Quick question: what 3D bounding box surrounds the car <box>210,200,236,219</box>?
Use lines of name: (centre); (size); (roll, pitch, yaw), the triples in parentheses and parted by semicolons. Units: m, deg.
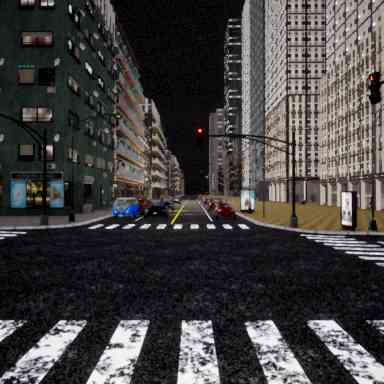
car: (2.744, 1.592, 28.419); (1.802, 1.307, 4.206); (0, 0, 0)

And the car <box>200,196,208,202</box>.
car: (2.827, 1.634, 78.167); (1.802, 1.307, 4.206); (0, 0, 0)

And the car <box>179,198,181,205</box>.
car: (-2.940, 1.579, 59.819); (2.033, 1.411, 5.357); (0, 0, 1)

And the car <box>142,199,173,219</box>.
car: (-3.051, 1.574, 29.455); (1.994, 1.385, 4.181); (0, 0, 0)

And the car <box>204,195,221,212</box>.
car: (2.764, 1.456, 39.475); (1.967, 1.590, 4.097); (0, 0, 0)

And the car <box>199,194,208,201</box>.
car: (2.838, 1.373, 83.695); (2.192, 1.841, 5.009); (0, 0, 0)

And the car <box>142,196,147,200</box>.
car: (-5.626, 1.327, 33.962); (2.192, 1.841, 5.009); (0, 0, 0)

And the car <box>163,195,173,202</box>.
car: (-5.553, 1.492, 78.182); (1.967, 1.590, 4.097); (0, 0, 0)

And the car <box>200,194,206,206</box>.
car: (2.791, 1.468, 56.057); (1.967, 1.590, 4.097); (0, 0, 0)

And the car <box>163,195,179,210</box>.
car: (-3.034, 1.506, 39.478); (2.128, 1.511, 4.902); (0, 0, 0)

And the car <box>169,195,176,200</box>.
car: (-5.526, 1.639, 94.765); (1.947, 1.339, 4.313); (0, 0, 0)

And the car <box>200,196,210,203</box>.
car: (2.818, 1.590, 72.640); (1.887, 1.381, 4.507); (0, 0, 0)

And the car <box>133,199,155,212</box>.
car: (-5.618, 1.560, 39.490); (1.887, 1.381, 4.507); (0, 0, 0)

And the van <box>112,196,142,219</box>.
van: (-5.635, 1.351, 28.434); (1.690, 1.788, 3.998); (0, 0, 0)
